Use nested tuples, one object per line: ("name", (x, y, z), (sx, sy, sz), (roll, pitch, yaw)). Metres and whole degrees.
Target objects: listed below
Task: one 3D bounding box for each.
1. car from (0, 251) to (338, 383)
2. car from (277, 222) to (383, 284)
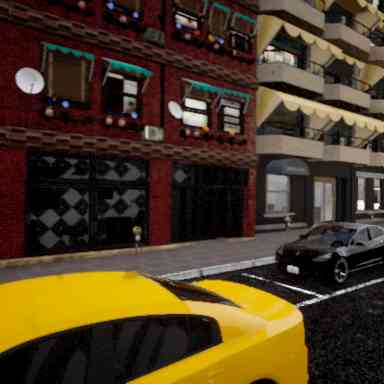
("car", (-1.216, 1.478, 2.499), (5.008, 1.535, 1.882), (0, 0, -35))
("car", (4.322, 1.578, 9.628), (4.313, 1.339, 1.947), (0, 1, -35))
